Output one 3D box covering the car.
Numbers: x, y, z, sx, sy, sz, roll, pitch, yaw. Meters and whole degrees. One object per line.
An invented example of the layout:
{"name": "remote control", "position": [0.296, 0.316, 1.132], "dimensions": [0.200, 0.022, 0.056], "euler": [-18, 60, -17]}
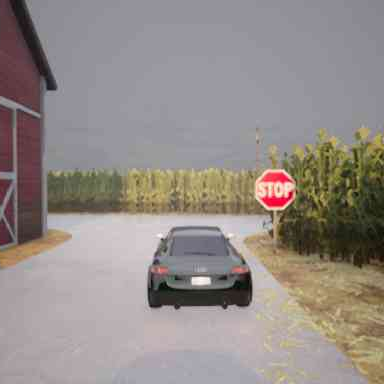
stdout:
{"name": "car", "position": [0.092, 1.462, 7.711], "dimensions": [1.994, 1.385, 4.181], "euler": [0, 1, -2]}
